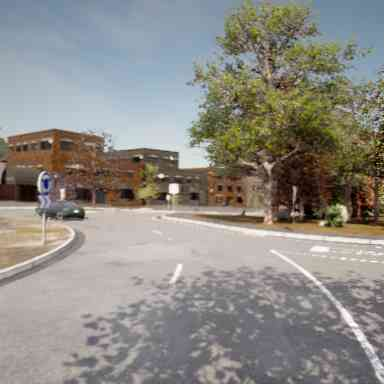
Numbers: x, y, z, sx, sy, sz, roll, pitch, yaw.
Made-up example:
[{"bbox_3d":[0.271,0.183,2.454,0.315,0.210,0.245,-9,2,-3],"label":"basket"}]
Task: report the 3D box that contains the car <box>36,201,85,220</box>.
[{"bbox_3d":[-10.030,1.336,25.304,4.181,1.385,1.994,1,0,35],"label":"car"}]
